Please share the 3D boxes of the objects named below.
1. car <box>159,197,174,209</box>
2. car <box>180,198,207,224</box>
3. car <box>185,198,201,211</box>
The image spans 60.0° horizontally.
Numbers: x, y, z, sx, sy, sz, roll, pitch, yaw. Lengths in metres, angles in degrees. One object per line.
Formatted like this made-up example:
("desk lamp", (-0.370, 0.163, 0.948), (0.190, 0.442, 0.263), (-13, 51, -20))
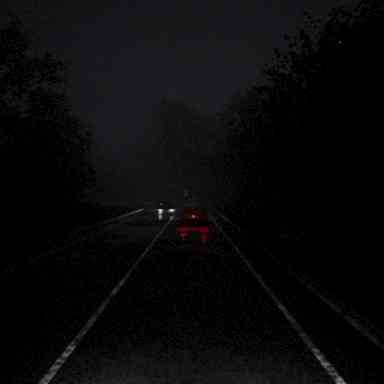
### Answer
("car", (-3.511, 1.542, 46.198), (1.837, 1.490, 4.892), (0, -1, 0))
("car", (0.099, 1.497, 25.072), (1.882, 1.535, 5.008), (0, 0, 0))
("car", (0.196, 1.510, 42.402), (1.882, 1.535, 5.008), (0, 0, 3))
